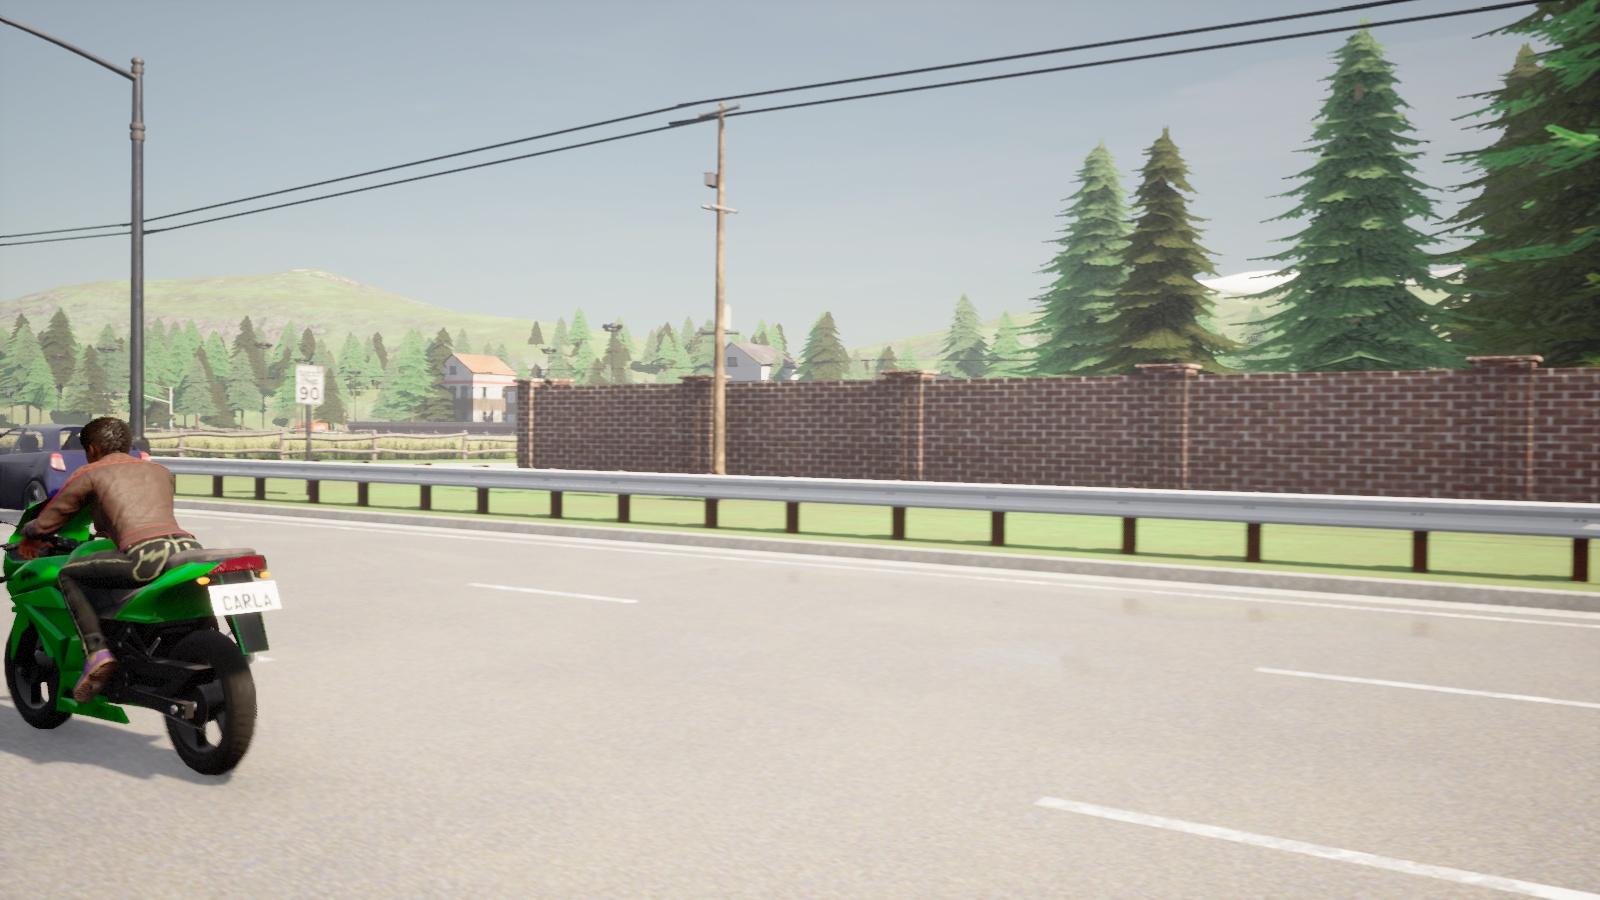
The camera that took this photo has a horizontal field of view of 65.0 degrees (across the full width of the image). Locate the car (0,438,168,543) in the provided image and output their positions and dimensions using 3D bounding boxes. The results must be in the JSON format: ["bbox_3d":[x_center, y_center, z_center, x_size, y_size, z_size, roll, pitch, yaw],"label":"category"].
[{"bbox_3d":[-11.980,0.582,19.985,3.633,1.501,1.845,0,1,34],"label":"car"}]

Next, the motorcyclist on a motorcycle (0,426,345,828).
[{"bbox_3d":[-3.046,0.664,5.647,2.044,1.523,0.797,0,1,34],"label":"motorcyclist on a motorcycle"}]
